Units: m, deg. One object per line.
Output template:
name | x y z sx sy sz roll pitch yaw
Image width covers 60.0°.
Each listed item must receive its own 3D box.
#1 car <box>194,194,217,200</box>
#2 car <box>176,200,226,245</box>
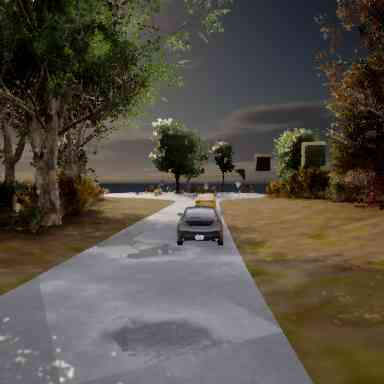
car | 1.221 0.910 29.473 1.882 1.535 5.008 0 2 3
car | 0.389 1.340 14.522 1.837 1.490 4.892 0 1 3
